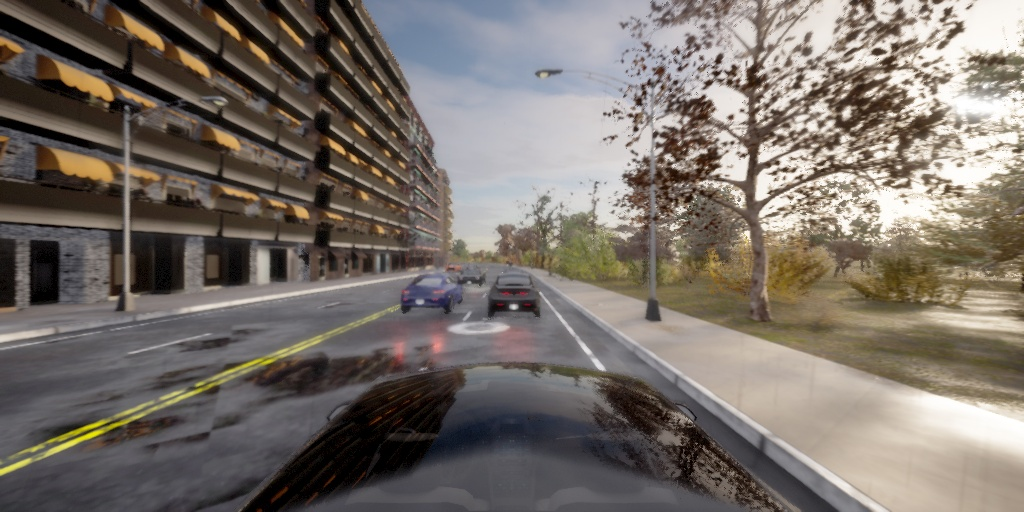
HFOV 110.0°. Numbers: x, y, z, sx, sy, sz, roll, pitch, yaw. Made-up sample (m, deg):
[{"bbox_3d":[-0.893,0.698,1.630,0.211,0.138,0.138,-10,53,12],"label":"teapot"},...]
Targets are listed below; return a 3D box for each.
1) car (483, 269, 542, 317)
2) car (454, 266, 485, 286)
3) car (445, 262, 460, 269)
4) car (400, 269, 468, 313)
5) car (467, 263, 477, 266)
[{"bbox_3d":[0.096,1.406,13.985,1.837,1.490,4.892,0,0,1],"label":"car"},{"bbox_3d":[-3.091,1.678,28.384,1.895,1.301,4.718,0,-1,1],"label":"car"},{"bbox_3d":[-9.755,1.821,59.492,2.097,1.767,4.553,0,-1,-1],"label":"car"},{"bbox_3d":[-3.144,1.433,14.688,1.812,1.442,4.674,0,0,1],"label":"car"},{"bbox_3d":[-6.501,1.948,58.473,2.128,1.511,4.902,0,-1,-1],"label":"car"}]
